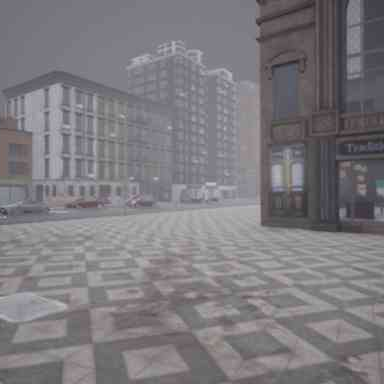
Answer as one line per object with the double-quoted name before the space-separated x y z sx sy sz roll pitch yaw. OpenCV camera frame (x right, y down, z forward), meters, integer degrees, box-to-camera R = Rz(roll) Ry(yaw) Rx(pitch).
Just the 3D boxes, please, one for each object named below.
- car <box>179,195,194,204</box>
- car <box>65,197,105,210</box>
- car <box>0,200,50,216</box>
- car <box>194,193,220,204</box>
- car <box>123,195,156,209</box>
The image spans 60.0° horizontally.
"car" -0.247 1.307 57.711 1.882 1.535 5.008 0 0 36
"car" -12.863 1.351 40.158 1.882 1.535 5.008 0 0 35
"car" -15.483 1.441 30.878 1.994 1.385 4.181 0 0 36
"car" 2.861 0.972 56.465 2.097 1.767 4.553 0 0 35
"car" -6.721 1.199 43.171 2.097 1.767 4.553 0 0 36
